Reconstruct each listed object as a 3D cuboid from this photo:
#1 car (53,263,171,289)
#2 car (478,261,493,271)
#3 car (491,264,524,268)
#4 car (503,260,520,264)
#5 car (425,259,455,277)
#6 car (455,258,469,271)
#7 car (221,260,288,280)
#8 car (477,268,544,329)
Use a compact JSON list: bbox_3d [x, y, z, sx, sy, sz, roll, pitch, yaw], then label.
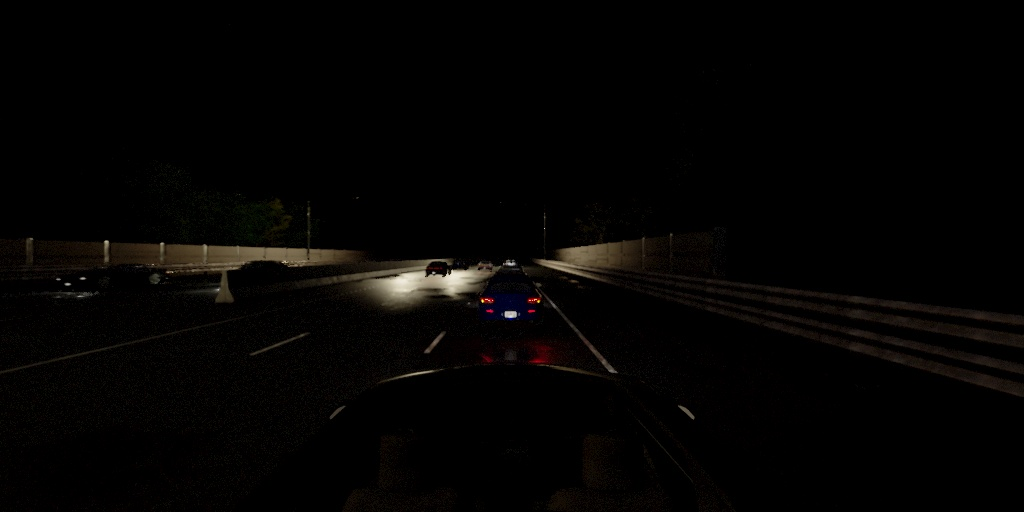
[{"bbox_3d":[-24.743,1.179,22.594,2.033,1.411,5.357,-1,0,-1],"label":"car"},{"bbox_3d":[-3.658,1.347,50.294,1.895,1.301,4.718,0,0,0],"label":"car"},{"bbox_3d":[-0.097,1.349,21.807,1.895,1.301,4.718,0,0,0],"label":"car"},{"bbox_3d":[-0.045,1.240,30.330,2.128,1.511,4.902,0,0,0],"label":"car"},{"bbox_3d":[-7.069,1.253,34.755,1.837,1.490,4.892,0,0,0],"label":"car"},{"bbox_3d":[-7.155,1.099,49.773,2.097,1.767,4.553,0,0,0],"label":"car"},{"bbox_3d":[-17.697,1.100,25.005,2.097,1.767,4.553,0,0,0],"label":"car"},{"bbox_3d":[-0.042,1.275,11.188,1.812,1.442,4.674,0,0,0],"label":"car"}]
